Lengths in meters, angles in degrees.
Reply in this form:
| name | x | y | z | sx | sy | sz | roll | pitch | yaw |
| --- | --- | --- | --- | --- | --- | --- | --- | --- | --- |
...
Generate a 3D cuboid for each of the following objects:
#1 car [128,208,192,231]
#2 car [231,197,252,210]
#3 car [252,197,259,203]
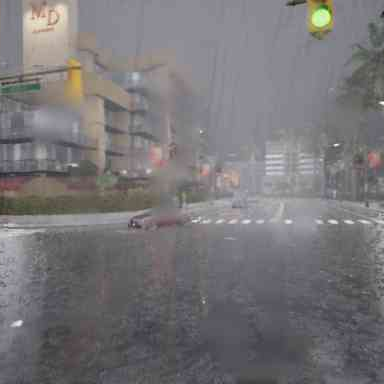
| name | x | y | z | sx | sy | sz | roll | pitch | yaw |
| --- | --- | --- | --- | --- | --- | --- | --- | --- | --- |
| car | -2.021 | 1.734 | 21.643 | 4.181 | 1.385 | 1.994 | -2 | 1 | -41 |
| car | 6.458 | 1.604 | 44.588 | 1.837 | 1.490 | 4.892 | -1 | 2 | 16 |
| car | 12.908 | 1.601 | 69.070 | 1.895 | 1.301 | 4.718 | -1 | 0 | 12 |
